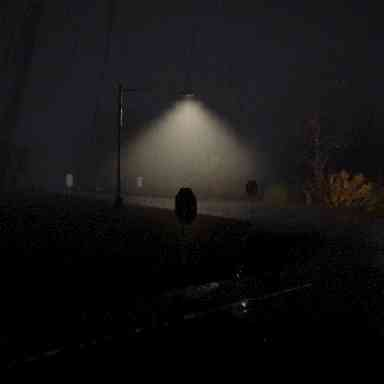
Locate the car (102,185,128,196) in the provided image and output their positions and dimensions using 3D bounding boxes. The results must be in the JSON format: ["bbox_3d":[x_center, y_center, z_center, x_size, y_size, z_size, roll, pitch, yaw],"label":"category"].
[{"bbox_3d":[-11.709,-0.362,51.782,2.097,1.767,4.553,0,2,-36],"label":"car"}]

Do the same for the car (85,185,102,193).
[{"bbox_3d":[-17.568,-0.489,59.935,2.033,1.411,5.357,0,2,-36],"label":"car"}]
